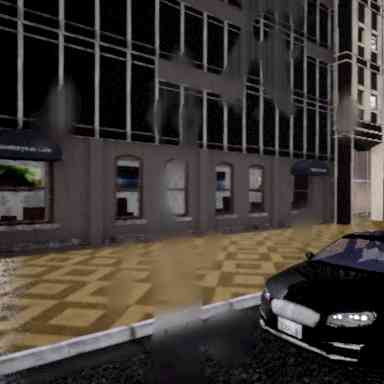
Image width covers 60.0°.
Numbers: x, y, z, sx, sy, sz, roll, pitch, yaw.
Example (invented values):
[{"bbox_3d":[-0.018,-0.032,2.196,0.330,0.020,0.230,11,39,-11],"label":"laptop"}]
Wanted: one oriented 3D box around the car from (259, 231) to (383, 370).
[{"bbox_3d":[3.267,1.476,5.683,4.902,1.511,2.128,0,0,-35],"label":"car"}]
